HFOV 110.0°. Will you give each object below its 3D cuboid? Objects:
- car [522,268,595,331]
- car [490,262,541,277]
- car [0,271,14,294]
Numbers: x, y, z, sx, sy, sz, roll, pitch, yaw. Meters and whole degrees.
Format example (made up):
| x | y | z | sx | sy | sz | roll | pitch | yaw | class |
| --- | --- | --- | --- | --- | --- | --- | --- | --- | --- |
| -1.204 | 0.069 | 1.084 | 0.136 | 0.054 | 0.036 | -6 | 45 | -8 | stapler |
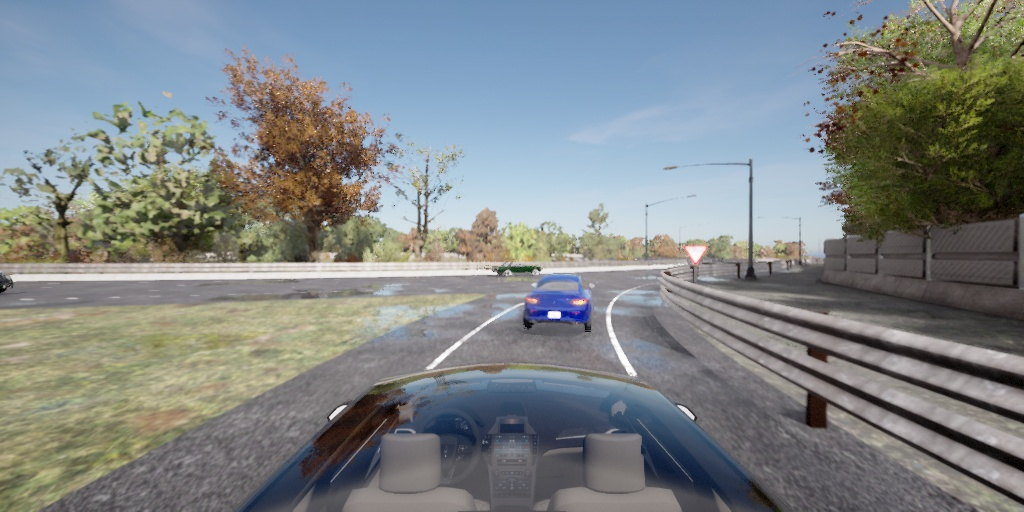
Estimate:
| x | y | z | sx | sy | sz | roll | pitch | yaw | class |
| --- | --- | --- | --- | --- | --- | --- | --- | --- | --- |
| 1.507 | 1.262 | 10.913 | 1.812 | 1.442 | 4.674 | 0 | 0 | 12 | car |
| 0.448 | 1.169 | 33.852 | 4.718 | 1.301 | 1.895 | 0 | 0 | -28 | car |
| -26.098 | 0.872 | 16.155 | 4.553 | 1.767 | 2.097 | 0 | 0 | -12 | car |
